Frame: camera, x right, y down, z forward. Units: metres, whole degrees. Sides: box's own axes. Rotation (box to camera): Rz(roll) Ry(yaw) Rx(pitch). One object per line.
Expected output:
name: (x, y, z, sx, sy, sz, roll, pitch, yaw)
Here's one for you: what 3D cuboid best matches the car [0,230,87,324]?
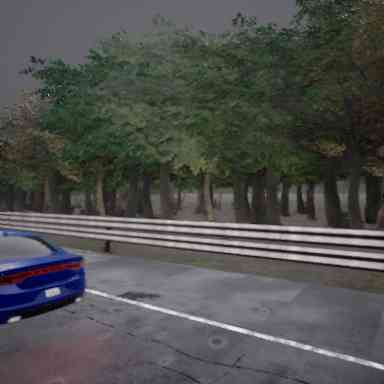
car: (-4.329, 1.553, 7.018, 5.008, 1.535, 1.882, -1, 0, 36)
